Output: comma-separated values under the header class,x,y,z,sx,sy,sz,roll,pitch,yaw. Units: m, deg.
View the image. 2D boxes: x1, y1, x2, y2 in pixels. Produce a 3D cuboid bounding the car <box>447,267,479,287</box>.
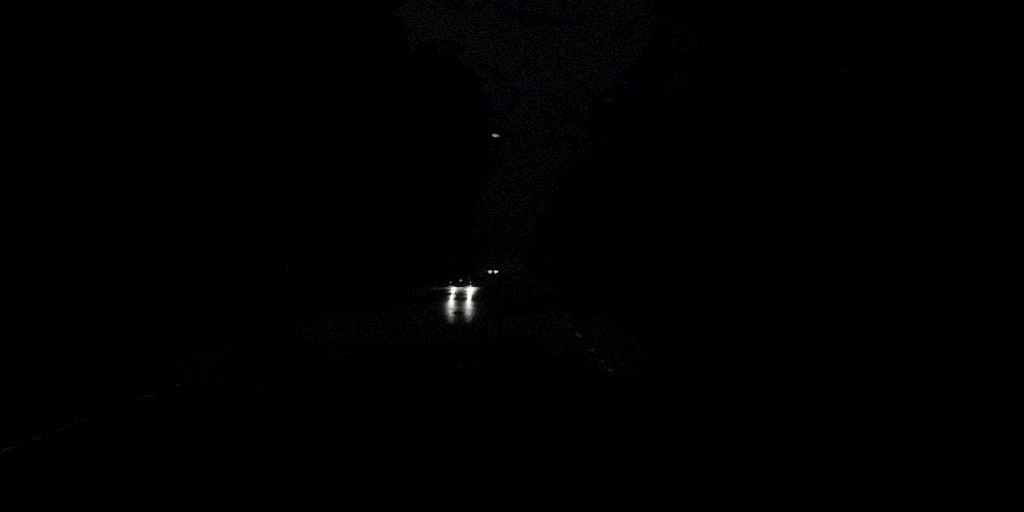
class,x,y,z,sx,sy,sz,roll,pitch,yaw
car,-3.600,1.538,27.103,1.994,1.385,4.181,0,-1,0
